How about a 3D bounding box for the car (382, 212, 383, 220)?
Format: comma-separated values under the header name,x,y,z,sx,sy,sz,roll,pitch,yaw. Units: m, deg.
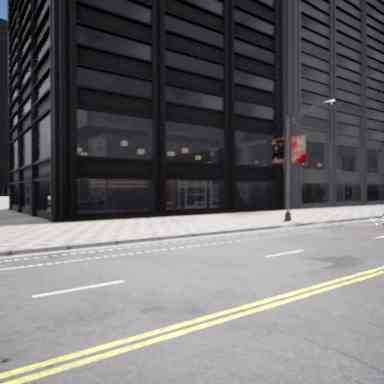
name,x,y,z,sx,sy,sz,roll,pitch,yaw
car,14.612,1.503,22.108,4.718,1.301,1.895,0,0,-36
